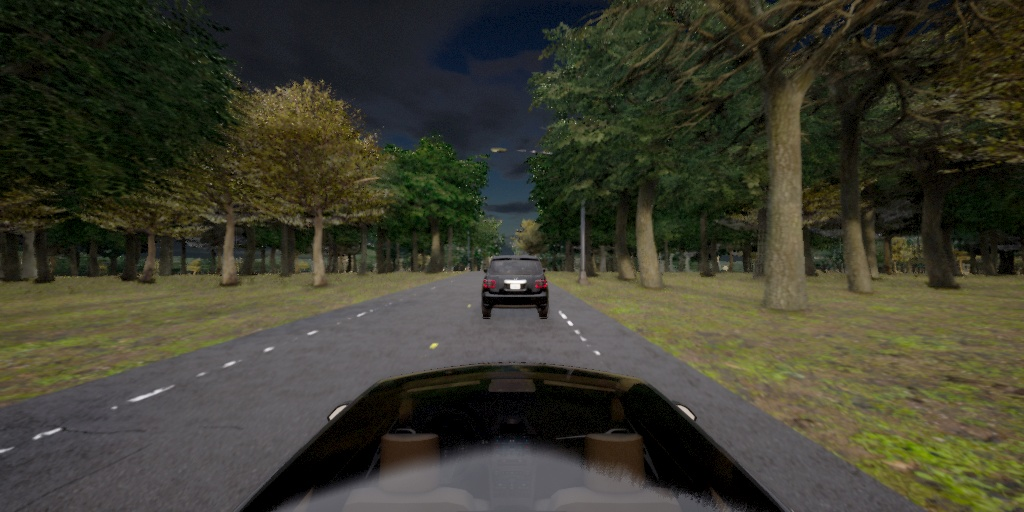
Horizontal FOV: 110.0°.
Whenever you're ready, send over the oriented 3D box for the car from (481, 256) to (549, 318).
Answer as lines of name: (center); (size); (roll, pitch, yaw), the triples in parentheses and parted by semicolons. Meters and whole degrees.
car: (0.099, 1.016, 13.287); (2.150, 2.045, 5.566); (0, 0, 0)
